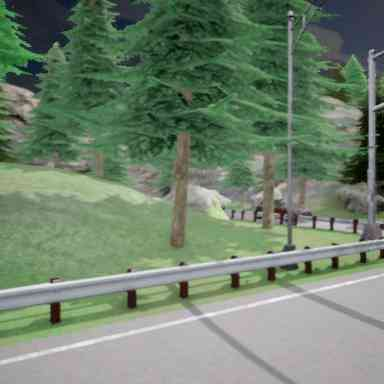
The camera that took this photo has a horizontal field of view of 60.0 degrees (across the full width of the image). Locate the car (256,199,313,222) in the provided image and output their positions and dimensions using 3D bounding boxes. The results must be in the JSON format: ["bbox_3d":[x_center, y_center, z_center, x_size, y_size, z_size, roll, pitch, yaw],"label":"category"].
[{"bbox_3d":[7.070,1.311,25.843,2.097,1.767,4.553,0,0,-32],"label":"car"}]

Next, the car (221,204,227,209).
[{"bbox_3d":[1.858,1.498,34.379,1.994,1.385,4.181,0,0,-31],"label":"car"}]
